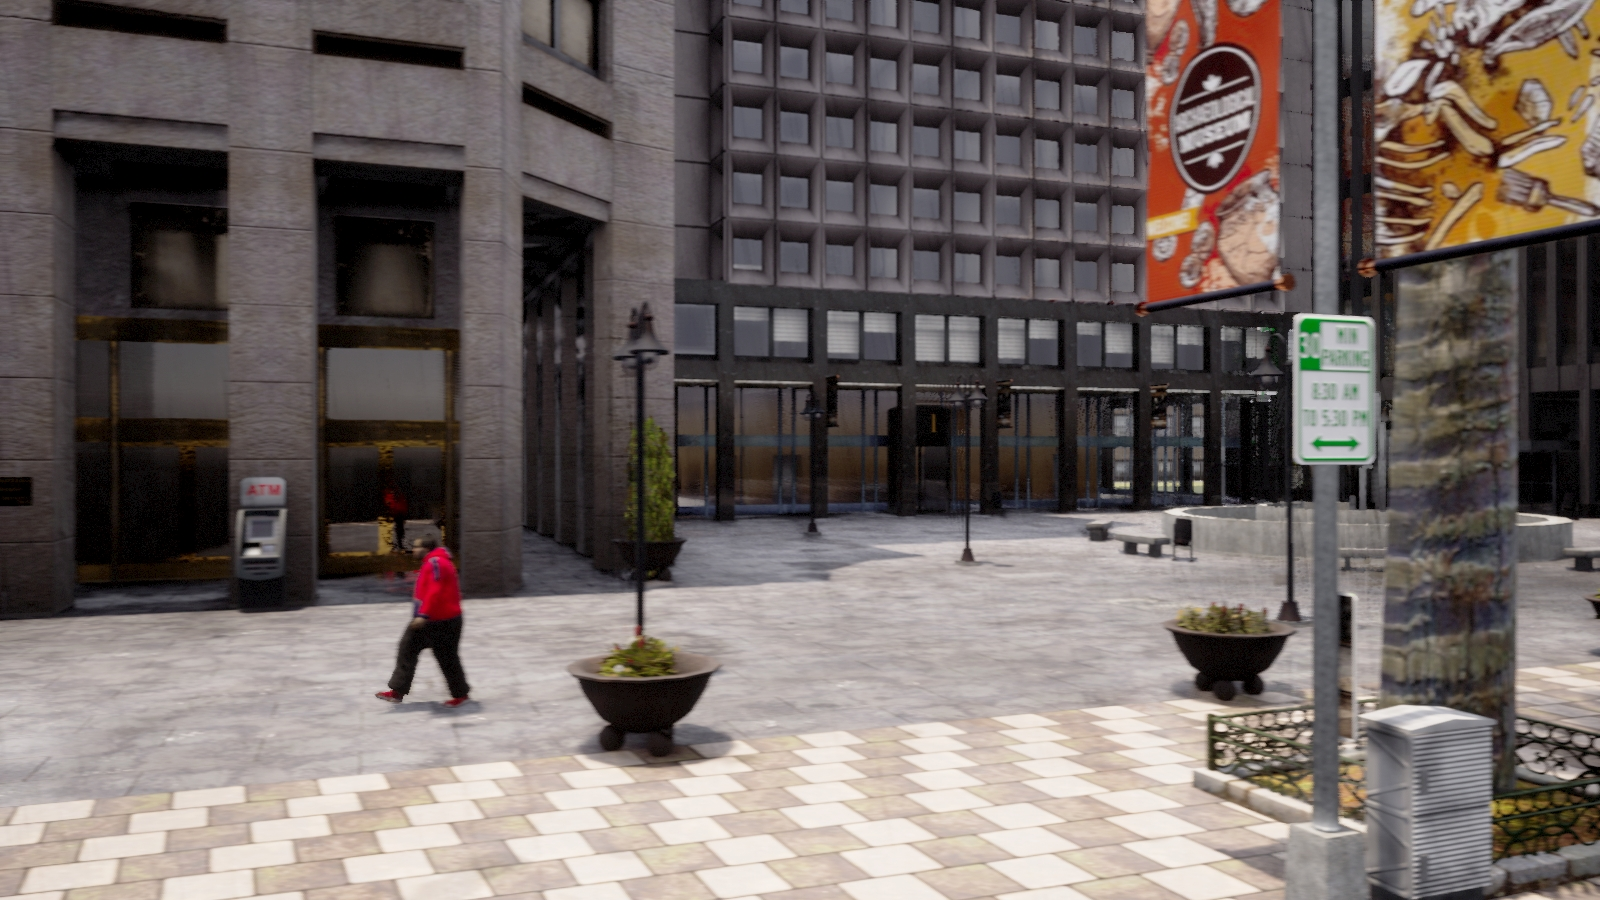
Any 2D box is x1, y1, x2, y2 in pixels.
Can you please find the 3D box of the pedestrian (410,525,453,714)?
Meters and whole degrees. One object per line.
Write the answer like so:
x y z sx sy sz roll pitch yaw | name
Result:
-3.755 1.705 11.640 0.375 1.860 0.375 0 0 -23 | pedestrian
